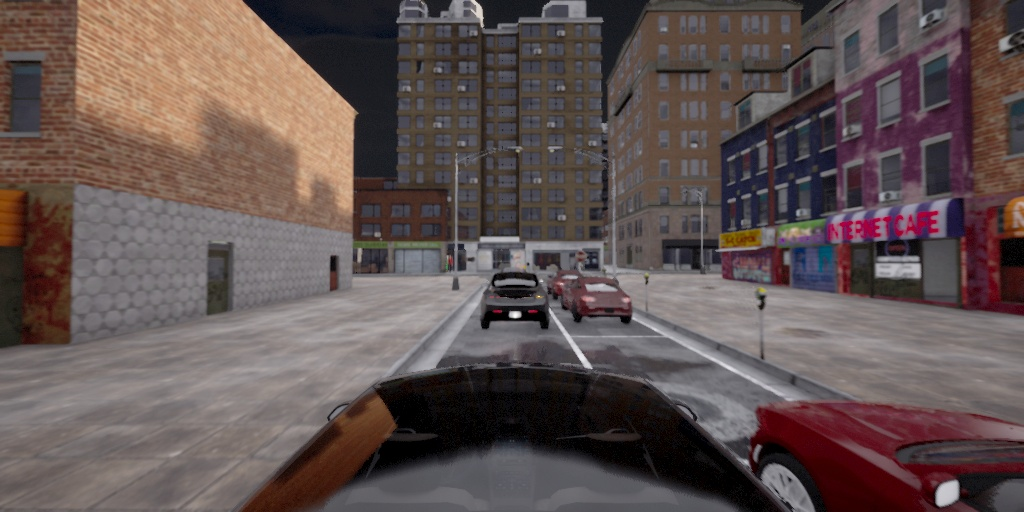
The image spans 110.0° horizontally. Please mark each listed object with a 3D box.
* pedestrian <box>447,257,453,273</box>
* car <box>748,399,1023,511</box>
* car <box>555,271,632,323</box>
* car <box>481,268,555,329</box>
[{"bbox_3d":[-6.832,0.910,39.315,0.375,1.860,0.375,0,0,0],"label":"pedestrian"},{"bbox_3d":[2.638,1.297,0.919,1.888,1.381,4.507,0,0,0],"label":"car"},{"bbox_3d":[2.636,1.322,11.795,1.802,1.307,4.207,0,0,0],"label":"car"},{"bbox_3d":[0.086,1.241,11.193,1.837,1.490,4.892,0,-1,0],"label":"car"}]
